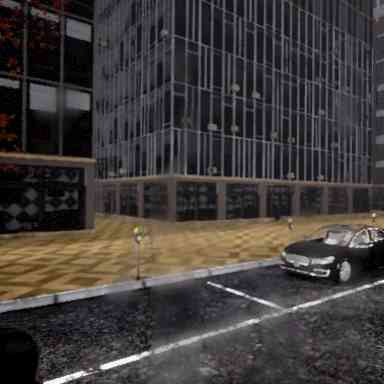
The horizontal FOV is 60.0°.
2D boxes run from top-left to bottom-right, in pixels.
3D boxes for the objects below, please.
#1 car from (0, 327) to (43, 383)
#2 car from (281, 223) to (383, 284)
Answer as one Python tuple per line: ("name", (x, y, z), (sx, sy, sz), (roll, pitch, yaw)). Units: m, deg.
("car", (-3.123, 1.487, 1.150), (4.892, 1.490, 1.837), (1, 0, -36))
("car", (4.445, 1.631, 9.727), (4.403, 1.369, 2.008), (1, 0, -35))
